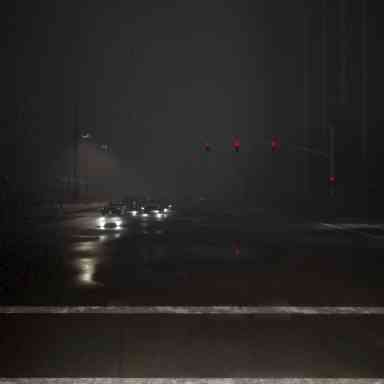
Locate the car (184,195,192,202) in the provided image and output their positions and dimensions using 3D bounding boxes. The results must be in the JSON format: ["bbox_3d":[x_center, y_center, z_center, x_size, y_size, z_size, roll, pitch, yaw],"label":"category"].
[{"bbox_3d":[-0.947,1.478,75.459,1.882,1.535,5.008,0,0,-1],"label":"car"}]

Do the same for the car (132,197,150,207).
[{"bbox_3d":[-7.803,1.547,51.383,2.033,1.411,5.357,0,0,0],"label":"car"}]

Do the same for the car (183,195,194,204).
[{"bbox_3d":[-0.749,1.352,65.456,2.097,1.767,4.553,0,0,-1],"label":"car"}]

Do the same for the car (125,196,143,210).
[{"bbox_3d":[-7.706,1.352,41.884,2.097,1.767,4.553,0,0,0],"label":"car"}]

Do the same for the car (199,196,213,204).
[{"bbox_3d":[2.786,1.492,61.772,2.128,1.511,4.902,0,0,0],"label":"car"}]

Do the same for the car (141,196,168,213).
[{"bbox_3d":[-4.165,1.526,37.254,1.812,1.442,4.674,0,0,2],"label":"car"}]

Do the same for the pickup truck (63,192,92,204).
[{"bbox_3d":[-20.918,1.059,60.092,2.390,2.098,6.274,0,0,30],"label":"pickup truck"}]

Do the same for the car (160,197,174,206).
[{"bbox_3d":[-4.338,1.547,57.933,2.033,1.411,5.357,0,0,0],"label":"car"}]

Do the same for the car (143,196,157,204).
[{"bbox_3d":[-7.868,1.477,62.611,1.882,1.535,5.008,0,0,0],"label":"car"}]

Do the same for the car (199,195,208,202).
[{"bbox_3d":[2.555,1.524,75.254,1.812,1.442,4.674,0,0,-1],"label":"car"}]

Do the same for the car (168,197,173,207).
[{"bbox_3d":[-4.253,1.491,47.281,2.128,1.511,4.902,0,0,0],"label":"car"}]

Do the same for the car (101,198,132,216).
[{"bbox_3d":[-7.612,1.601,33.115,1.895,1.301,4.718,0,0,-1],"label":"car"}]
